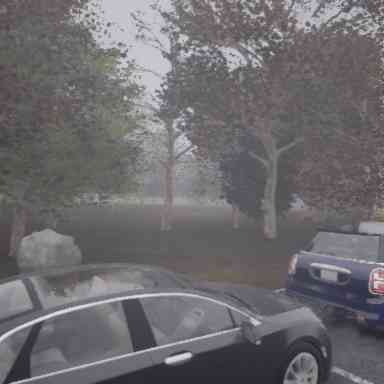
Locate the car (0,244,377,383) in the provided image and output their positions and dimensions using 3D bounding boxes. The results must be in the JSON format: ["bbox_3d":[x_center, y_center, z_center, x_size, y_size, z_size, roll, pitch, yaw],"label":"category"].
[{"bbox_3d":[-0.620,1.496,3.308,4.892,1.521,2.231,0,0,-33],"label":"car"}]

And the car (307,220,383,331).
[{"bbox_3d":[4.028,1.373,6.624,4.553,1.767,2.185,0,-1,-33],"label":"car"}]
